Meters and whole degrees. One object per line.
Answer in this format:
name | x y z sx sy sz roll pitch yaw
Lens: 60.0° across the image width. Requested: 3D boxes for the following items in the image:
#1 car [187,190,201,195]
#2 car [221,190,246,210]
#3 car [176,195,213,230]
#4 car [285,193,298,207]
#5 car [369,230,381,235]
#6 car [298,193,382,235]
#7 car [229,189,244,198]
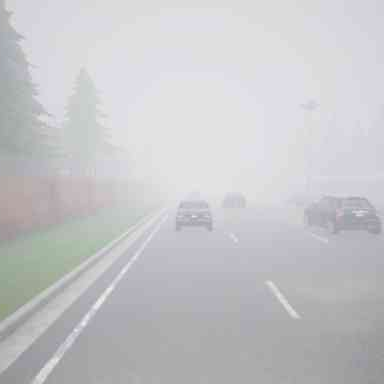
car | 0.296 0.349 48.532 2.033 1.411 5.357 0 1 0
car | 3.690 0.733 30.074 1.882 1.535 5.008 0 1 1
car | 0.104 1.109 17.655 2.033 1.411 5.357 0 1 0
car | 10.719 0.785 32.976 1.895 1.301 4.718 0 1 1
car | 3.600 1.414 2.429 1.882 1.535 5.008 0 1 0
car | 7.105 0.949 16.203 2.097 1.767 4.553 0 1 0
car | 7.294 0.236 55.263 1.895 1.301 4.718 0 1 0
